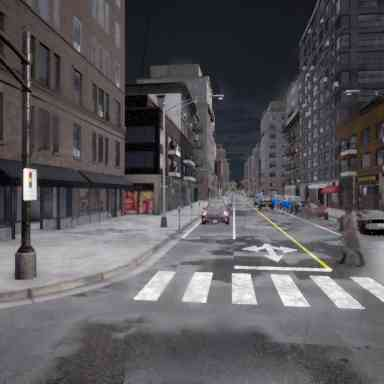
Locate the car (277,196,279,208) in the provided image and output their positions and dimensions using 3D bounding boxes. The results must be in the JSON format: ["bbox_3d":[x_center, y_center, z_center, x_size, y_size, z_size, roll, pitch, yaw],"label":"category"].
[{"bbox_3d":[12.489,1.577,44.808,2.008,1.369,4.403,0,0,7],"label":"car"}]

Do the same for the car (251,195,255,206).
[{"bbox_3d":[11.131,1.635,55.101,1.895,1.301,4.718,0,0,7],"label":"car"}]

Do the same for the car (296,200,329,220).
[{"bbox_3d":[10.418,1.595,28.407,1.802,1.307,4.206,0,0,7],"label":"car"}]

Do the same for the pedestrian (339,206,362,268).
[{"bbox_3d":[4.754,1.298,9.986,0.375,1.860,0.375,0,0,7],"label":"pedestrian"}]

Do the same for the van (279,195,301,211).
[{"bbox_3d":[11.799,1.362,39.341,1.690,1.788,3.998,0,0,7],"label":"van"}]

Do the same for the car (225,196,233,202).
[{"bbox_3d":[8.670,1.639,78.618,1.802,1.307,4.206,0,0,7],"label":"car"}]

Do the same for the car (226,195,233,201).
[{"bbox_3d":[10.051,1.616,89.554,1.887,1.381,4.507,0,0,7],"label":"car"}]

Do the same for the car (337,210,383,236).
[{"bbox_3d":[9.037,1.577,17.471,1.947,1.339,4.313,0,0,7],"label":"car"}]

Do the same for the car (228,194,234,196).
[{"bbox_3d":[5.217,1.458,51.281,1.967,1.590,4.097,0,0,7],"label":"car"}]

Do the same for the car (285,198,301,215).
[{"bbox_3d":[11.108,1.582,33.874,1.947,1.339,4.313,0,0,7],"label":"car"}]

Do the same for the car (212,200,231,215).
[{"bbox_3d":[3.146,1.584,34.879,1.802,1.307,4.206,0,0,7],"label":"car"}]

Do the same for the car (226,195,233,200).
[{"bbox_3d":[10.741,1.644,95.021,1.947,1.339,4.313,0,0,7],"label":"car"}]

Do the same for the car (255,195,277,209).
[{"bbox_3d":[9.872,1.526,44.734,1.837,1.490,4.892,0,0,8],"label":"car"}]

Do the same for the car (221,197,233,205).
[{"bbox_3d":[6.598,1.584,62.216,2.008,1.369,4.403,0,0,7],"label":"car"}]

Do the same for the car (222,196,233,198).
[{"bbox_3d":[3.837,1.557,40.346,2.008,1.369,4.403,0,0,7],"label":"car"}]

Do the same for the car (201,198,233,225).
[{"bbox_3d":[1.766,1.438,23.944,1.967,1.590,4.097,0,0,7],"label":"car"}]
